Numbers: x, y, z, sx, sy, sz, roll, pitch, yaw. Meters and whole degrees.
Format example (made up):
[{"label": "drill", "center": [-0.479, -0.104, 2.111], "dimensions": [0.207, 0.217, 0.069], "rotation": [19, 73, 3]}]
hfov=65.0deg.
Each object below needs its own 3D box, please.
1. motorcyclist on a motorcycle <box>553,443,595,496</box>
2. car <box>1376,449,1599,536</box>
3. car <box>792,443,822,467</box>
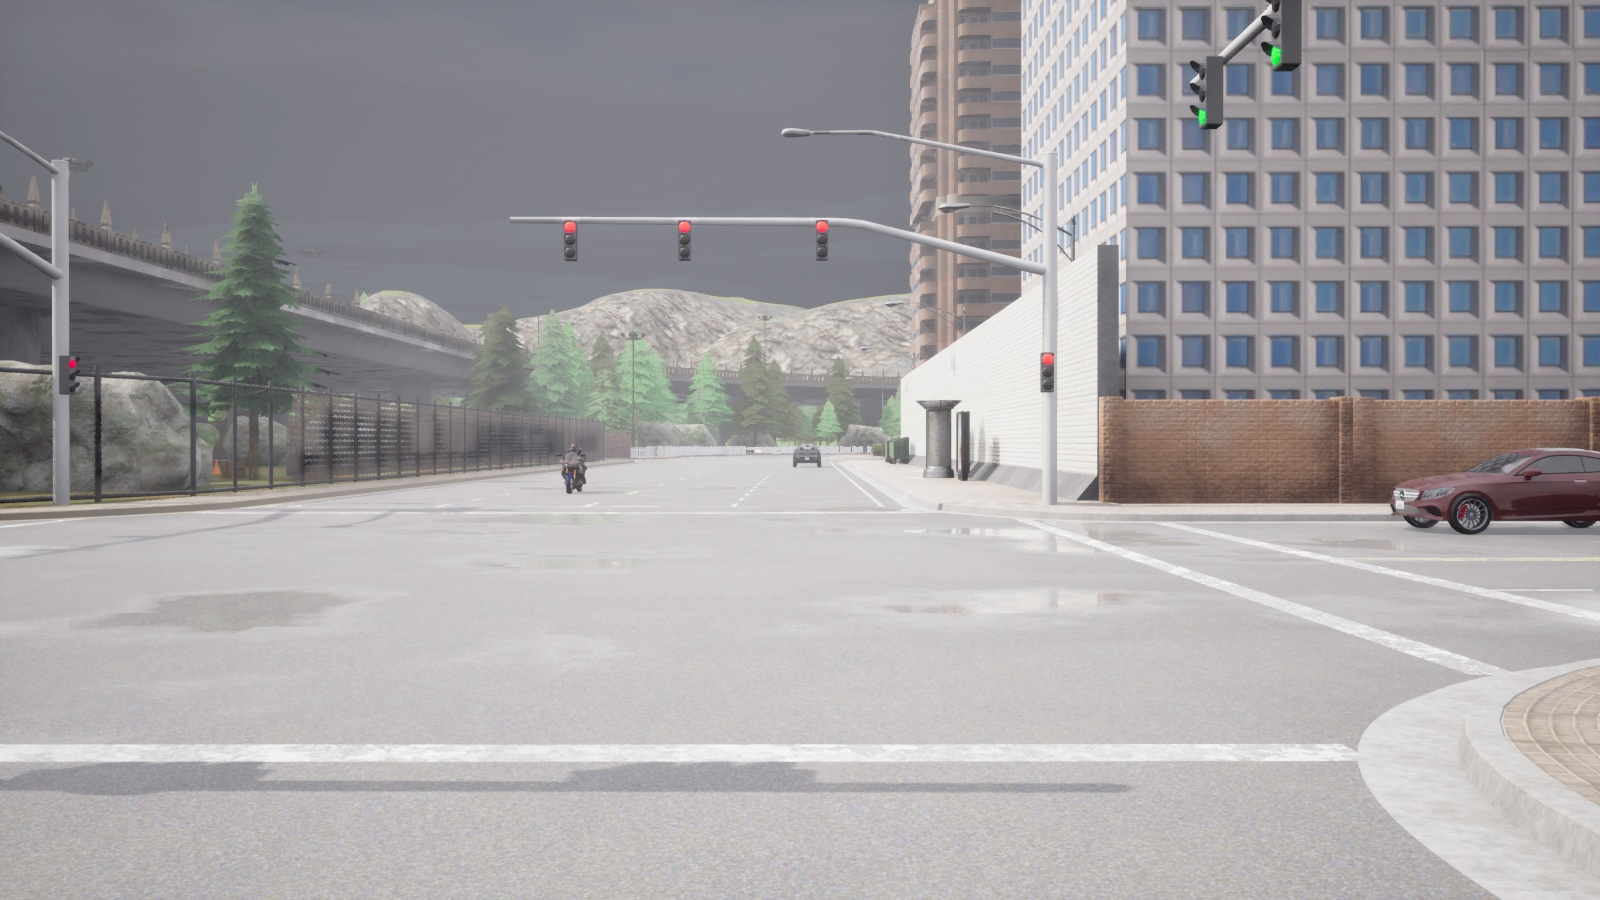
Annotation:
[{"label": "motorcyclist on a motorcycle", "center": [-6.779, 0.563, 37.779], "dimensions": [0.866, 1.530, 2.191], "rotation": [0, 0, 0]}, {"label": "car", "center": [12.785, 0.714, 21.879], "dimensions": [4.674, 1.442, 1.812], "rotation": [0, 0, 0]}, {"label": "car", "center": [0.444, 0.315, 78.865], "dimensions": [1.816, 1.474, 4.193], "rotation": [0, 0, 0]}]
